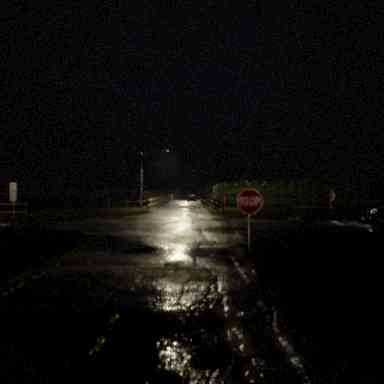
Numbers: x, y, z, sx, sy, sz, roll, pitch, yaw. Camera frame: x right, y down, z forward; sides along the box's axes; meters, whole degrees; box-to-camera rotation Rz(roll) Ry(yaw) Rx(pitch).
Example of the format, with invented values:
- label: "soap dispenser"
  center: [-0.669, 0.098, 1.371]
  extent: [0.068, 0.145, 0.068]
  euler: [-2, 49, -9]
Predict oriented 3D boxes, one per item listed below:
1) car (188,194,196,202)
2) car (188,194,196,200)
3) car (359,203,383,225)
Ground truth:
- label: "car"
  center: [0.002, 1.438, 70.673]
  extent: [1.895, 1.301, 4.718]
  euler: [0, 0, 0]
- label: "car"
  center: [0.002, 1.205, 80.647]
  extent: [1.994, 1.385, 4.181]
  euler: [0, 0, 0]
- label: "car"
  center: [14.086, 1.261, 22.855]
  extent: [4.553, 1.767, 2.097]
  euler: [0, 1, 5]
